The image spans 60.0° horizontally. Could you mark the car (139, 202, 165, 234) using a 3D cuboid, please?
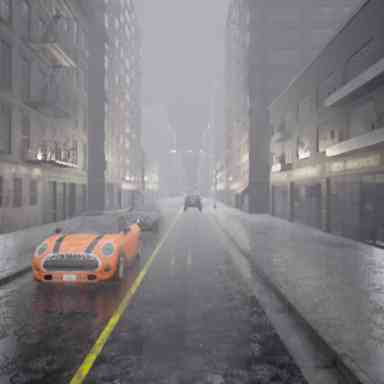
[{"bbox_3d":[-2.818,1.405,19.666,2.097,1.767,4.553,0,-1,0],"label":"car"}]

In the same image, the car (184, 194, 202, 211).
[{"bbox_3d":[0.111,1.332,43.290,2.150,2.045,5.566,0,0,0],"label":"car"}]

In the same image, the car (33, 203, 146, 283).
[{"bbox_3d":[-2.807,1.377,9.883,2.097,1.767,4.553,0,0,0],"label":"car"}]
